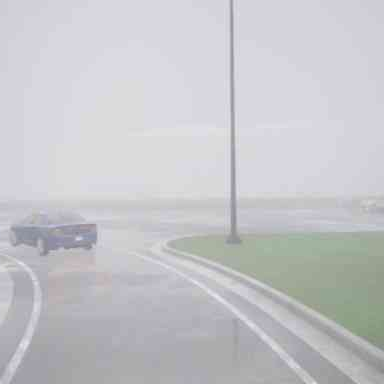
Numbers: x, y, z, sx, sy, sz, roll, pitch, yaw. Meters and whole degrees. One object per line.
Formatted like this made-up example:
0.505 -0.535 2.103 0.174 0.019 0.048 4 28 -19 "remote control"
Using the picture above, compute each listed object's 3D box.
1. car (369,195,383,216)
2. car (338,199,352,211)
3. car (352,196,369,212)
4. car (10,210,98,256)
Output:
17.323 1.150 26.588 5.008 1.535 1.882 -1 0 -2 "car"
17.343 1.127 33.592 4.902 1.511 2.128 -1 0 -2 "car"
17.463 1.004 30.093 4.553 1.767 2.097 -1 0 -2 "car"
-5.620 1.468 13.286 1.882 1.535 5.008 -1 0 -44 "car"
